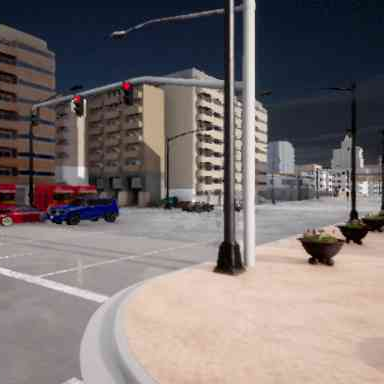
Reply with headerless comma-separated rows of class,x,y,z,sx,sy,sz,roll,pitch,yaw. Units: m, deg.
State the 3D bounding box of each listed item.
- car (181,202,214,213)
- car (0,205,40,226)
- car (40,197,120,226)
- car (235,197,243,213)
car,0.796,1.988,43.583,2.033,1.411,5.357,0,-1,35
car,-12.695,1.687,24.381,1.994,1.385,4.181,0,-1,35
car,-7.990,1.377,24.984,2.150,2.045,5.566,0,-1,35
car,6.419,1.731,45.460,2.150,2.045,5.566,0,-1,36
